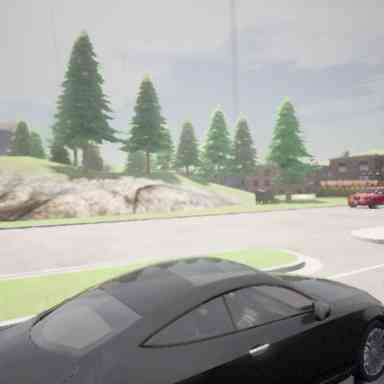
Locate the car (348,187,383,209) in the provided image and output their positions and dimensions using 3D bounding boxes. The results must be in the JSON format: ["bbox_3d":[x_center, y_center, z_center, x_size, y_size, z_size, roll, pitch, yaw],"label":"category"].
[{"bbox_3d":[17.421,0.551,31.954,5.566,2.045,2.150,-1,1,-31],"label":"car"}]

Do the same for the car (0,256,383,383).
[{"bbox_3d":[0.292,1.468,3.620,4.674,1.442,1.812,-2,1,-34],"label":"car"}]
